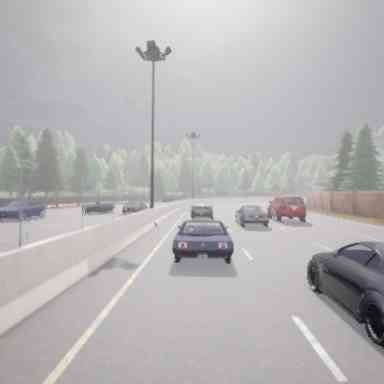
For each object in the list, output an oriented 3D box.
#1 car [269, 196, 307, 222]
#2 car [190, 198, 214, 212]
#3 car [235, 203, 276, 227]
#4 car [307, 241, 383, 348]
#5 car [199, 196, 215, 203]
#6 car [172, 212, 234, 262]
[{"bbox_3d":[7.825,1.363,27.823,2.150,2.045,5.566,1,0,2],"label":"car"},{"bbox_3d":[0.850,1.565,28.934,2.128,1.511,4.902,1,0,2],"label":"car"},{"bbox_3d":[4.201,1.644,23.792,2.033,1.411,5.357,1,0,2],"label":"car"},{"bbox_3d":[3.711,1.617,6.350,1.994,1.385,4.181,1,0,2],"label":"car"},{"bbox_3d":[3.408,1.657,74.511,1.882,1.535,5.008,1,0,25],"label":"car"},{"bbox_3d":[0.389,1.632,12.163,1.895,1.301,4.718,1,0,2],"label":"car"}]
